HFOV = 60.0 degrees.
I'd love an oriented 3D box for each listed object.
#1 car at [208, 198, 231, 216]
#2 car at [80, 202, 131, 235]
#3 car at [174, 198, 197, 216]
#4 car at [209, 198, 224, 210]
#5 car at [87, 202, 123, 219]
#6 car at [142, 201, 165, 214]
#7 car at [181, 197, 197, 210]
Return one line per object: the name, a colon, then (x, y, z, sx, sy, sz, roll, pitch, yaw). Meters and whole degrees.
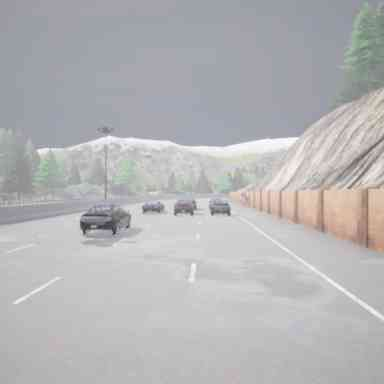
car: (2.749, 1.501, 32.742, 2.128, 1.511, 4.902, 0, 0, 2)
car: (-4.771, 1.496, 18.929, 2.128, 1.511, 4.902, 0, 0, 2)
car: (-0.744, 1.514, 33.020, 1.837, 1.490, 4.892, 0, 0, 2)
car: (3.135, 1.538, 43.185, 1.812, 1.442, 4.674, 0, 0, 2)
car: (-7.846, 1.609, 30.379, 1.895, 1.301, 4.718, 0, 0, 2)
car: (-4.124, 1.611, 36.265, 1.895, 1.301, 4.718, 0, 0, 2)
car: (-0.356, 1.490, 43.458, 1.882, 1.535, 5.008, 0, 0, 2)
